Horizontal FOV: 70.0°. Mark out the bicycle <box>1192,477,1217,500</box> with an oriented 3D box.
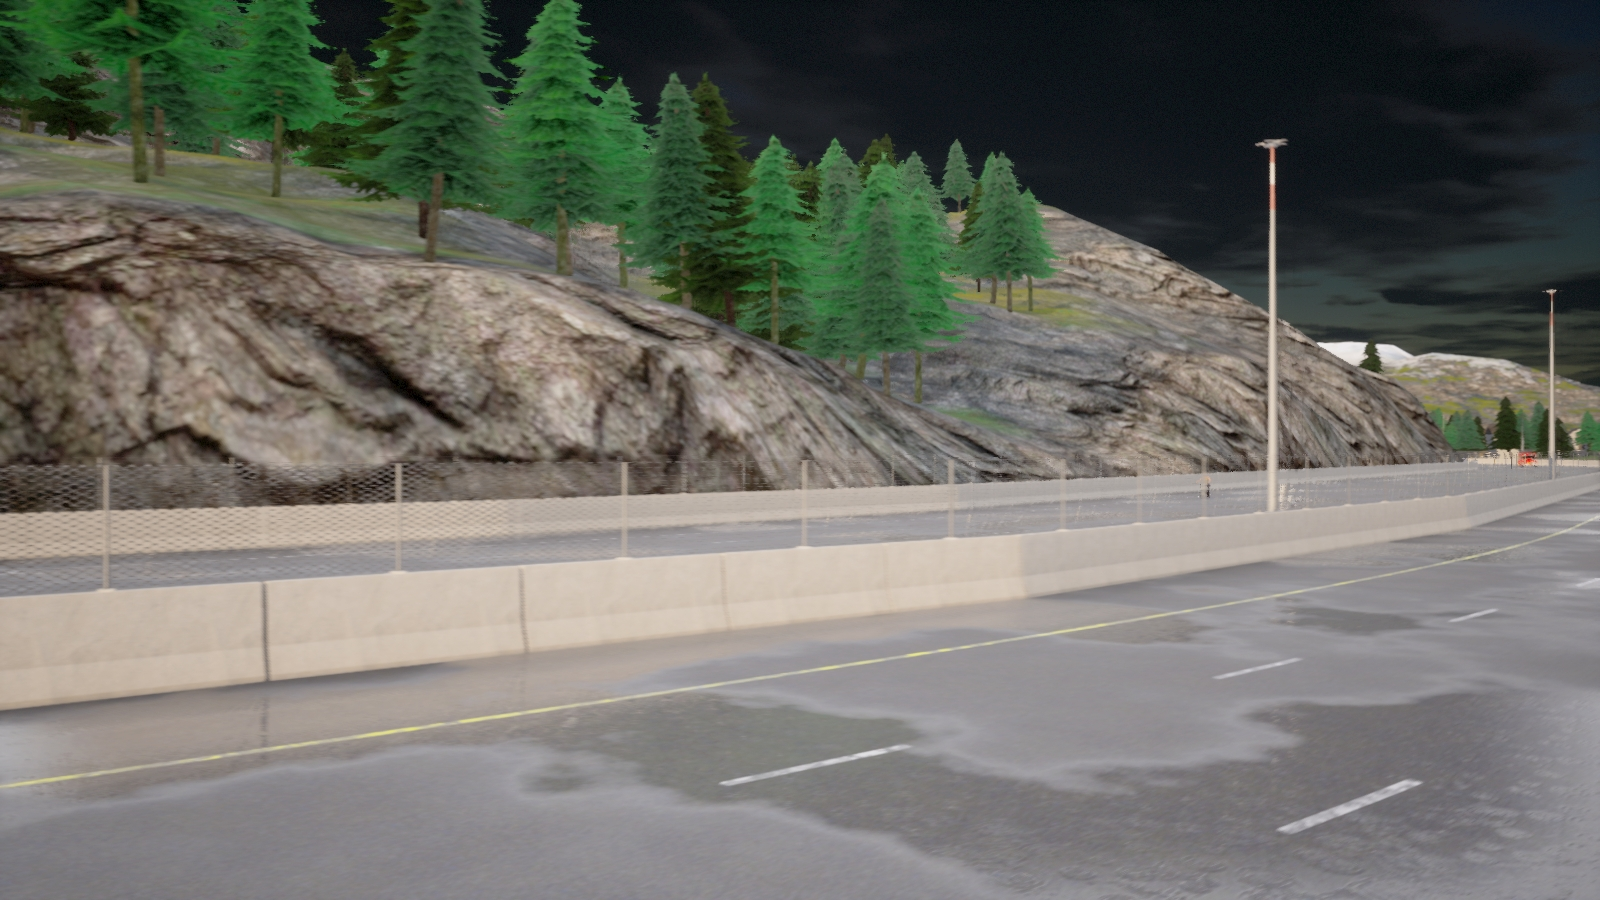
[{"bbox_3d":[23.346,2.210,65.934,0.859,1.295,1.487,0,0,40],"label":"bicycle"}]
